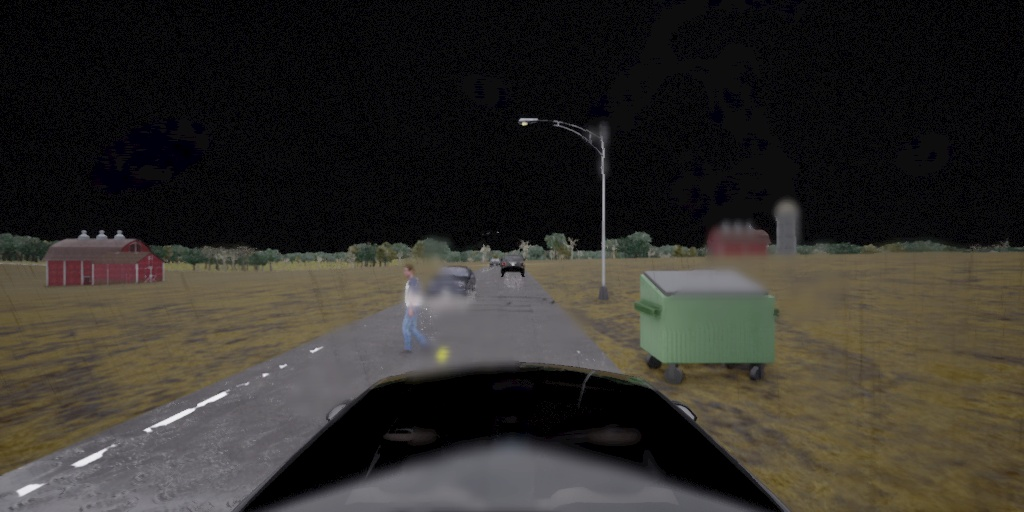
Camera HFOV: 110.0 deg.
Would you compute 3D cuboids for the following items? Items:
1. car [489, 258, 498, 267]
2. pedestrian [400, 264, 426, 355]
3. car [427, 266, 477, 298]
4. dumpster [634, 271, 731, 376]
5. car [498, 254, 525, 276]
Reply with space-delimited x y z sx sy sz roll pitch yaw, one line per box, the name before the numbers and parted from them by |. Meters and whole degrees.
car | -2.837 1.124 60.861 1.882 1.535 5.008 0 0 0
pedestrian | -1.976 1.018 7.145 0.375 1.860 0.375 0 0 -10
car | -2.860 1.222 18.289 2.033 1.411 5.357 0 0 0
dumpster | 3.122 1.121 6.995 1.020 1.700 1.940 0 0 0
car | 0.076 0.834 34.240 2.150 2.045 5.566 0 0 0
